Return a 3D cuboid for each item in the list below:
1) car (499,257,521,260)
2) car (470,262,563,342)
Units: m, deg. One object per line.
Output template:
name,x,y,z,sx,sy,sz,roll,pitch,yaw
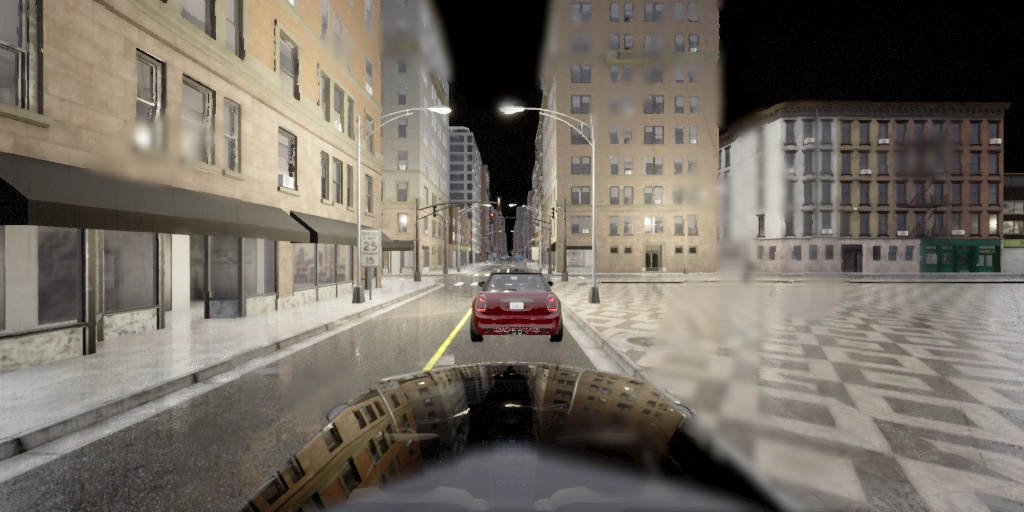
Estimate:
car,0.057,1.101,19.748,2.097,1.767,4.553,0,0,-1
car,0.106,1.102,9.932,2.097,1.767,4.553,0,0,0
